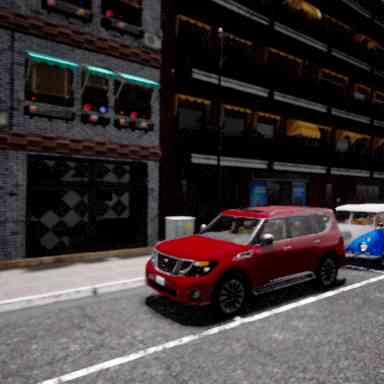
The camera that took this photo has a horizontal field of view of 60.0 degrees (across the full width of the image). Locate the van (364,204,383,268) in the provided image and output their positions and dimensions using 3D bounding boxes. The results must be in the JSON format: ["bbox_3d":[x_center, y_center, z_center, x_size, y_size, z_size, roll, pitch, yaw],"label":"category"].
[{"bbox_3d":[6.108,1.291,10.862,3.998,1.788,1.690,0,1,-36],"label":"van"}]

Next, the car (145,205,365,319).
[{"bbox_3d":[1.473,1.290,7.552,5.009,1.841,2.192,0,1,-36],"label":"car"}]
